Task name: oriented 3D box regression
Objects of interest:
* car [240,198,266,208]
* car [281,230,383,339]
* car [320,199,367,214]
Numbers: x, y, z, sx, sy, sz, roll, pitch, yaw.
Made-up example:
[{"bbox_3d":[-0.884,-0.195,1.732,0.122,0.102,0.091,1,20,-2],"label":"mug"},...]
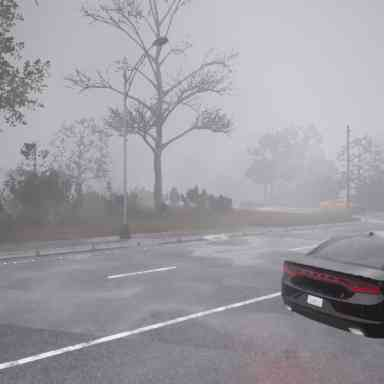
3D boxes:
[{"bbox_3d":[8.912,1.612,48.567,1.994,1.385,4.181,0,0,-27],"label":"car"},{"bbox_3d":[3.873,1.478,6.391,5.008,1.535,1.882,0,0,-35],"label":"car"},{"bbox_3d":[16.015,1.478,35.368,1.882,1.535,5.008,0,0,-30],"label":"car"}]
